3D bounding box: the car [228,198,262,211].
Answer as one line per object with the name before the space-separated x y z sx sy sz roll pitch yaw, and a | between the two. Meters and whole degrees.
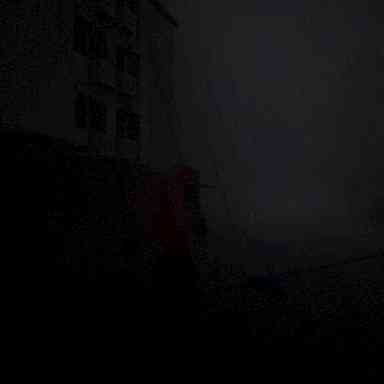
car | 6.356 1.521 40.402 1.812 1.442 4.674 0 0 -36
